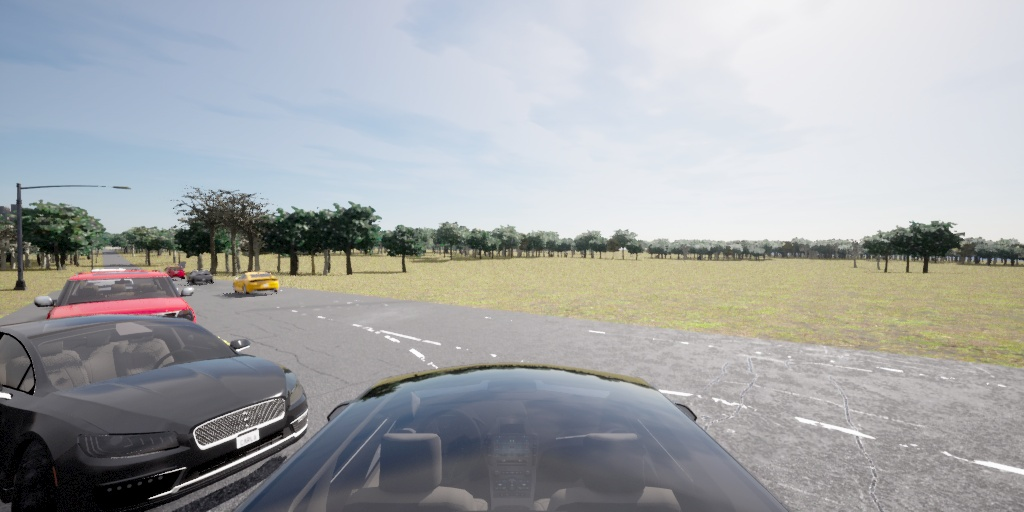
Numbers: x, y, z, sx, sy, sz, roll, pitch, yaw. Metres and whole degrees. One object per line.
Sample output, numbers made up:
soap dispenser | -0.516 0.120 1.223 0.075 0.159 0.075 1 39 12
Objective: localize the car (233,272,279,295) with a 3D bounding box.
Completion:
car | -18.627 1.918 26.017 5.008 1.535 1.882 -2 0 41

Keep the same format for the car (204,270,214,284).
car | -35.477 2.398 40.745 4.902 1.511 2.128 -2 0 41

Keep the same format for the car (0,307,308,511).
car | -4.540 1.445 3.996 4.892 1.490 1.837 -3 -3 21

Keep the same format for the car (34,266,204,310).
car | -9.426 1.386 8.669 5.566 2.045 2.150 -2 0 41

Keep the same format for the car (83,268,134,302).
car | -27.922 1.890 24.855 5.566 2.045 2.150 -2 0 41
